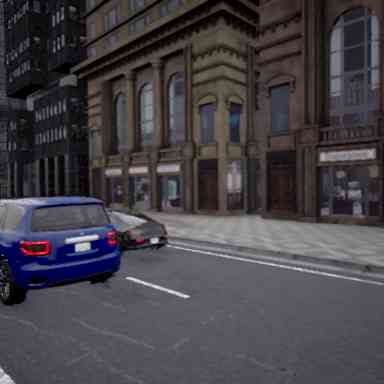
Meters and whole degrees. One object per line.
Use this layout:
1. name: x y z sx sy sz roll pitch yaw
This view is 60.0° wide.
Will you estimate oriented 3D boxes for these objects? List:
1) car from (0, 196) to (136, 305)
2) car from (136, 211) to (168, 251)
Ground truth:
1. car: -3.992 1.139 8.256 5.566 2.045 2.150 0 2 45
2. car: -2.815 1.348 12.026 4.674 1.442 1.812 0 2 45
